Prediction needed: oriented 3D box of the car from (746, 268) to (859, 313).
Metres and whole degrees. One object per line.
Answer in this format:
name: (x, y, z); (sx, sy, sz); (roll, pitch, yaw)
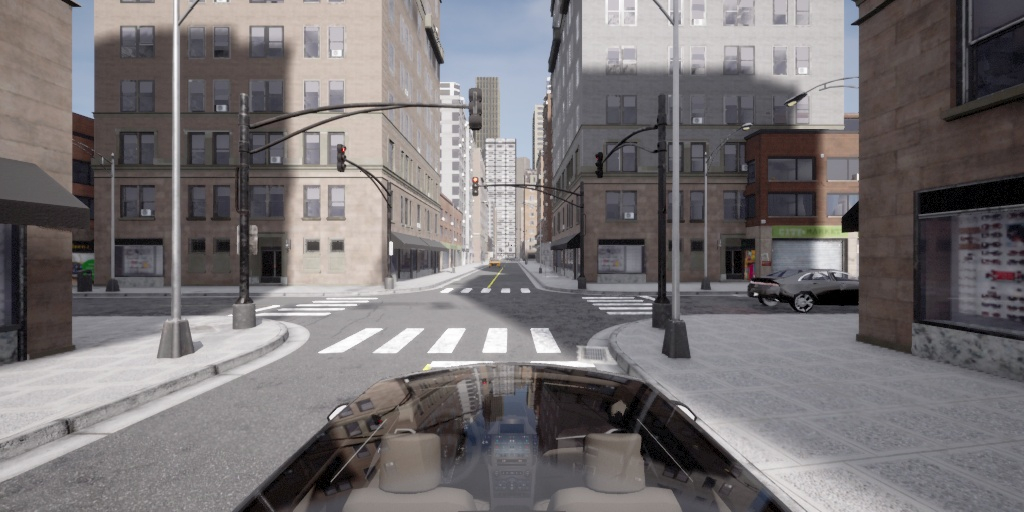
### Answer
car: (11.428, 1.209, 13.234); (4.902, 1.511, 2.128); (0, 0, 0)

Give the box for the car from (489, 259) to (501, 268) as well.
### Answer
car: (-2.995, 1.207, 62.919); (1.882, 1.535, 5.008); (0, 0, 0)
